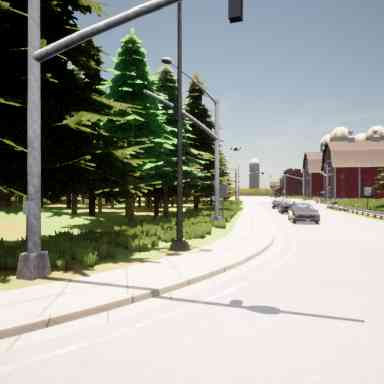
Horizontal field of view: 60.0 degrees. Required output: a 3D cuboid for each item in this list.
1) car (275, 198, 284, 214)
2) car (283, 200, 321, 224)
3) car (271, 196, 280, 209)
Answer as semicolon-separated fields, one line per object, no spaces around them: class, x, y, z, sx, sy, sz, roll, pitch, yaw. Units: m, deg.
car;10.116;1.601;34.804;1.895;1.301;4.718;0;0;10
car;8.389;1.547;25.308;2.033;1.411;5.357;0;0;10
car;11.786;1.564;44.727;1.994;1.385;4.181;0;0;9
